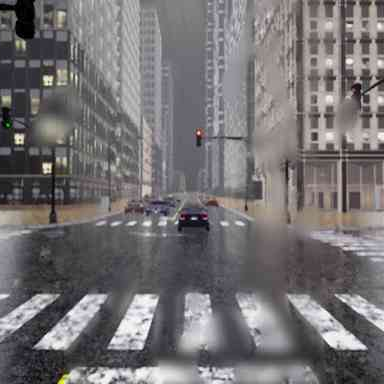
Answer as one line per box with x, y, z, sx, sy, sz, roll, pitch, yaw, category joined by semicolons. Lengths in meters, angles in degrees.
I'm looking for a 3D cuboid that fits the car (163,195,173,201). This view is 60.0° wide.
-5.678;1.331;78.801;2.008;1.369;4.403;1;0;0;car

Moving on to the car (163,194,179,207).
-3.091;1.377;45.142;1.837;1.490;4.892;0;1;0;car

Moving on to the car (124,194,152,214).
-5.675;1.344;34.200;1.967;1.590;4.097;1;0;0;car

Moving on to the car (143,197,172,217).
-3.099;1.439;30.733;1.812;1.442;4.674;0;0;0;car

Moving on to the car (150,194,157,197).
-5.672;1.188;45.350;2.192;1.841;5.009;1;0;0;car

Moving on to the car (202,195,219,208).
2.702;1.455;45.412;1.802;1.307;4.206;1;0;0;car

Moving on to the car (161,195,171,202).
-5.678;1.340;73.226;1.887;1.381;4.507;1;0;0;car

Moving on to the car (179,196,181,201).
-3.003;1.365;65.090;2.033;1.411;5.357;0;0;0;car

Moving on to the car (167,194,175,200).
-5.678;1.301;89.951;2.008;1.369;4.403;1;0;0;car

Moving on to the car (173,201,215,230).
0.099;1.489;20.560;2.033;1.411;5.357;0;0;0;car

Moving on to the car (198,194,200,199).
2.702;1.392;62.145;1.947;1.339;4.313;1;0;0;car

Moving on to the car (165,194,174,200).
-5.678;1.310;84.376;1.887;1.381;4.507;1;0;0;car

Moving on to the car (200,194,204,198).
2.704;1.367;56.738;1.752;1.417;4.829;1;0;0;car
